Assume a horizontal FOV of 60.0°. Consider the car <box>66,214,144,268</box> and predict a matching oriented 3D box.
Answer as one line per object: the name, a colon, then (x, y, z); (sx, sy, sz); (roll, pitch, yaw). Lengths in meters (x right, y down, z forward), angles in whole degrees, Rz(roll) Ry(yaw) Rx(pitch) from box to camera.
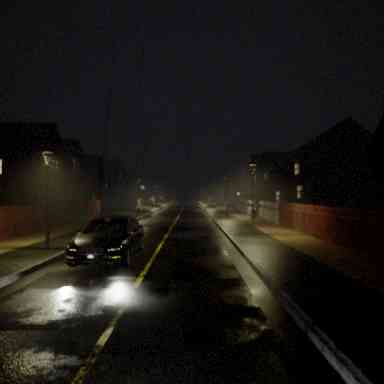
car: (-2.856, 1.602, 11.825); (1.837, 1.490, 4.892); (0, -1, 0)
